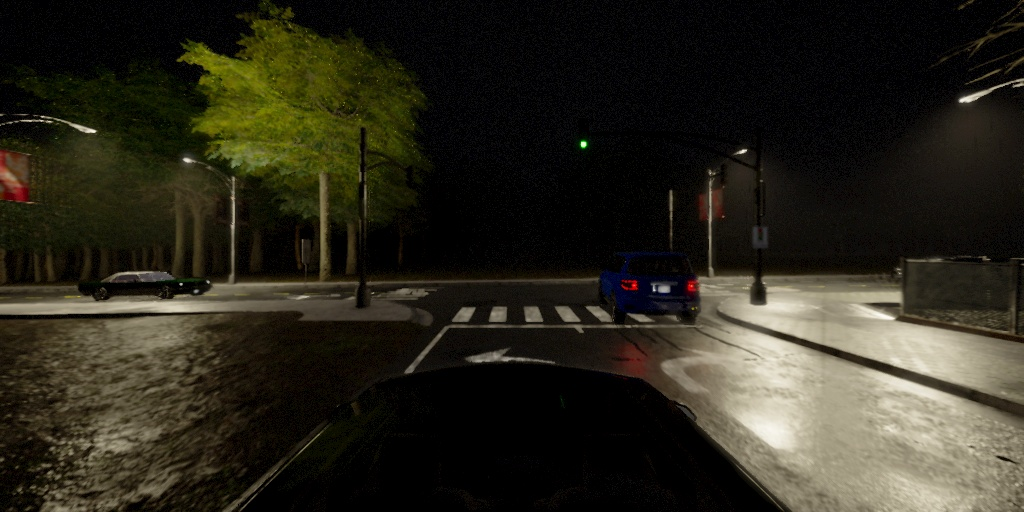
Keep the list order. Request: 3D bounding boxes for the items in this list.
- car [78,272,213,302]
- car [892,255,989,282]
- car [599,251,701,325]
[{"bbox_3d":[-17.008,1.387,16.854,4.718,1.301,1.895,-1,0,0],"label":"car"},{"bbox_3d":[24.363,0.709,20.168,4.902,1.511,2.128,-1,0,0],"label":"car"},{"bbox_3d":[4.160,0.842,11.621,2.150,2.045,5.566,0,2,8],"label":"car"}]
